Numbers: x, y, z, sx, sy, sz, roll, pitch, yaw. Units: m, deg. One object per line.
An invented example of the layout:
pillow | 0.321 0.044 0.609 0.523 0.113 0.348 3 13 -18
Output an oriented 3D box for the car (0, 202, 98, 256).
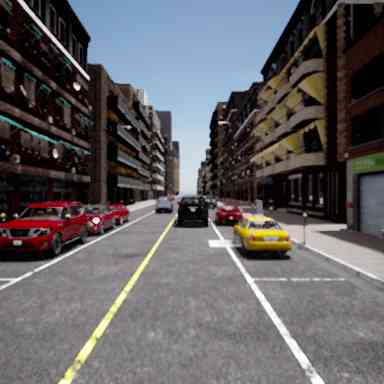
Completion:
car | -5.710 1.354 13.390 2.192 1.841 5.009 0 0 0

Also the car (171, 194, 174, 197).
car | -5.823 1.770 81.024 1.887 1.381 4.507 0 0 0

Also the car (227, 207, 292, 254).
car | 2.669 1.565 13.570 1.752 1.417 4.829 0 0 0

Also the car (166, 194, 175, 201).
car | -5.841 1.571 92.298 2.192 1.841 5.009 0 0 0

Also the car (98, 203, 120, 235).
car | -5.720 1.495 19.026 1.967 1.590 4.097 0 0 0

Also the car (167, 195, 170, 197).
car | -5.795 1.731 64.115 2.008 1.369 4.403 0 0 0

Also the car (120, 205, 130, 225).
car | -5.729 1.616 24.663 1.887 1.381 4.507 0 0 0

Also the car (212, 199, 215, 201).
car | 2.614 1.685 47.216 2.008 1.369 4.403 0 0 0

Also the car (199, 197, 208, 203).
car | 2.567 1.776 75.398 1.947 1.339 4.313 0 0 0

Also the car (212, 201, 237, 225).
car | 2.651 1.616 24.672 1.887 1.381 4.507 0 0 0

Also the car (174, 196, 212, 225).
car | 0.062 1.293 24.606 2.150 2.045 5.566 0 0 0

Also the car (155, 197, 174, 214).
car | -3.062 1.655 37.725 2.033 1.411 5.357 0 0 0

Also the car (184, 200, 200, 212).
car | 0.031 1.720 41.922 1.895 1.301 4.718 0 0 0

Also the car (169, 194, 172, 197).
car | -5.805 1.746 69.752 2.008 1.369 4.403 0 0 0

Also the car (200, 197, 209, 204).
car | 2.577 1.721 69.931 1.752 1.417 4.829 0 0 0
